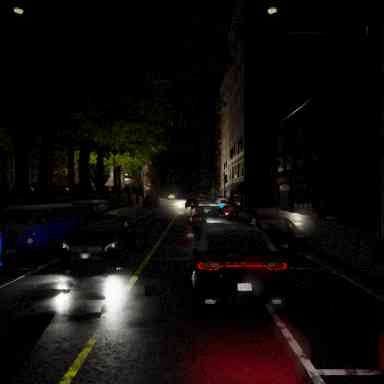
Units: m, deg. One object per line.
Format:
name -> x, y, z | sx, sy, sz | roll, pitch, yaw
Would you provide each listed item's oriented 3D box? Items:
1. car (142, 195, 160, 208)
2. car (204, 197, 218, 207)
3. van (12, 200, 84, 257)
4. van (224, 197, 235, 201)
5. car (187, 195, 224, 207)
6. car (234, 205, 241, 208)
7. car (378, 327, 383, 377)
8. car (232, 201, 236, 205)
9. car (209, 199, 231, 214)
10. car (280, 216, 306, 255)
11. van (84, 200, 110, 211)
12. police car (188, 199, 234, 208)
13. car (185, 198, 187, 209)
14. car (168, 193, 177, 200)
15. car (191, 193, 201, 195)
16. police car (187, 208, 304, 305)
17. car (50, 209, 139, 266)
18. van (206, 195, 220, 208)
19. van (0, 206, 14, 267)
car -> -5.652, 1.276, 46.471 | 2.192, 1.841, 5.009 | 0, 0, 0
car -> 2.875, 1.518, 52.169 | 1.947, 1.339, 4.313 | 0, 0, 0
van -> -5.665, 1.338, 12.523 | 1.690, 1.788, 3.998 | 0, 0, 0
van -> 2.866, 1.324, 29.526 | 1.690, 1.788, 3.998 | 0, 0, 0
car -> 0.909, 1.339, 24.148 | 2.097, 1.767, 4.553 | 0, 0, 0
car -> 2.863, 1.575, 18.206 | 1.802, 1.307, 4.206 | 0, 0, 0
car -> 2.856, 1.315, 1.224 | 2.192, 1.841, 5.009 | 0, 0, 0
car -> 2.865, 1.570, 23.866 | 1.802, 1.307, 4.206 | 0, 0, 0
car -> 2.869, 1.522, 35.187 | 1.887, 1.381, 4.507 | 0, 0, 0
car -> 2.861, 1.541, 12.545 | 1.887, 1.381, 4.507 | 0, 0, 0
van -> -5.663, 1.334, 18.181 | 1.690, 1.788, 3.998 | 0, 0, 0
police car -> 0.908, 1.418, 18.288 | 1.930, 1.638, 5.238 | 0, 0, 0
car -> 0.032, 1.527, 45.330 | 1.994, 1.385, 4.181 | 0, 0, 0
car -> -5.638, 1.402, 89.990 | 1.752, 1.417, 4.829 | 0, 0, 0
car -> 0.021, 1.431, 58.733 | 2.128, 1.511, 4.902 | 0, 0, 0
police car -> 0.904, 1.424, 8.289 | 1.930, 1.638, 5.238 | 0, 0, 0
car -> -2.994, 1.522, 11.613 | 1.812, 1.442, 4.674 | 0, 0, 0
van -> 2.873, 1.302, 46.508 | 1.690, 1.788, 3.998 | 0, 0, 0
van -> -5.667, 1.340, 6.865 | 1.690, 1.788, 3.998 | 0, 0, 0
